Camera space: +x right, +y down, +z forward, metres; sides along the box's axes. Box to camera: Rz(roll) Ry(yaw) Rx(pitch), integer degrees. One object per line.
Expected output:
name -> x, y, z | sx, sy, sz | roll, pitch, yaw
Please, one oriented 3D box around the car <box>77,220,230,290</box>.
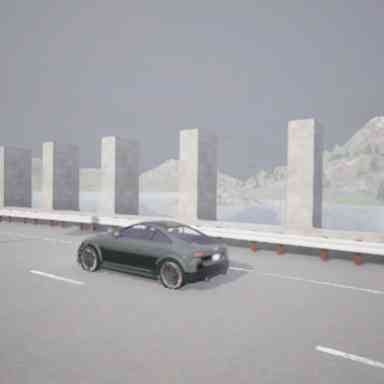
car -> -1.111, 1.448, 8.834 | 4.181, 1.385, 1.994 | 1, 1, 34
